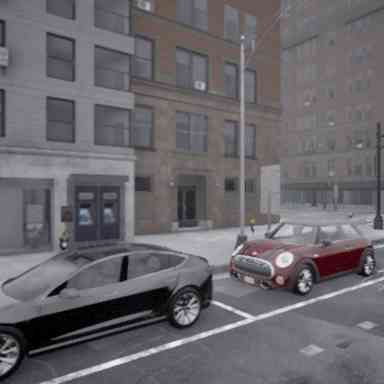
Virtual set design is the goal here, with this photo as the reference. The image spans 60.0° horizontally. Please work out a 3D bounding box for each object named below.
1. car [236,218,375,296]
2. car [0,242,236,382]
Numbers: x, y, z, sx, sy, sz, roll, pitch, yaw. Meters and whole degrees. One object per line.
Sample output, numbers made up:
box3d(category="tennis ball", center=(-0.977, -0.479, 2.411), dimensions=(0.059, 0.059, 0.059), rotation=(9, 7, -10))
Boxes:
box3d(category="car", center=(2.905, 1.443, 8.605), dimensions=(4.097, 1.590, 1.967), rotation=(0, 0, -36))
box3d(category="car", center=(-1.592, 1.567, 5.396), dimensions=(4.313, 1.339, 1.947), rotation=(0, 0, -36))
